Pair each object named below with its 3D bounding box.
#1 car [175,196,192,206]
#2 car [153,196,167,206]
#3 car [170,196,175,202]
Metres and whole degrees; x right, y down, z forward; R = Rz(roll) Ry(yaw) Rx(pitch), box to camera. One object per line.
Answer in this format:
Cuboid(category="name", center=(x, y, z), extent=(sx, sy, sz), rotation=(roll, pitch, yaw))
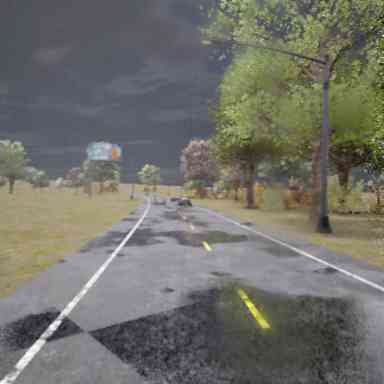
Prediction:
Cuboid(category="car", center=(-1.165, 1.415, 50.702), extent=(1.812, 1.442, 4.674), rotation=(1, 0, -7))
Cuboid(category="car", center=(-4.914, 1.308, 51.258), extent=(2.128, 1.511, 4.902), rotation=(1, 0, -6))
Cuboid(category="car", center=(-3.470, 1.397, 68.298), extent=(1.895, 1.301, 4.718), rotation=(1, 0, -7))
